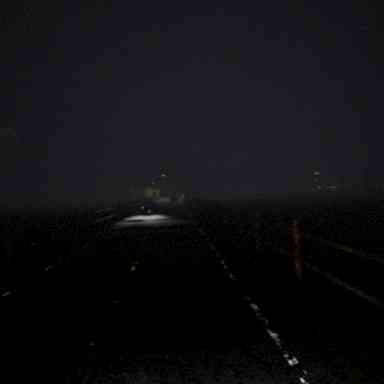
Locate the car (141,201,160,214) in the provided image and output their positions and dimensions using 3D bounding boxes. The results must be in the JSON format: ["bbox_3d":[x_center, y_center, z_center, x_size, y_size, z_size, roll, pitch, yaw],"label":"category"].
[{"bbox_3d":[-4.679,1.745,37.751,1.895,1.301,4.718,-2,0,-3],"label":"car"}]

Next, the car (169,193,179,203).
[{"bbox_3d":[-3.896,1.581,73.710,1.994,1.385,4.181,-2,0,-3],"label":"car"}]
